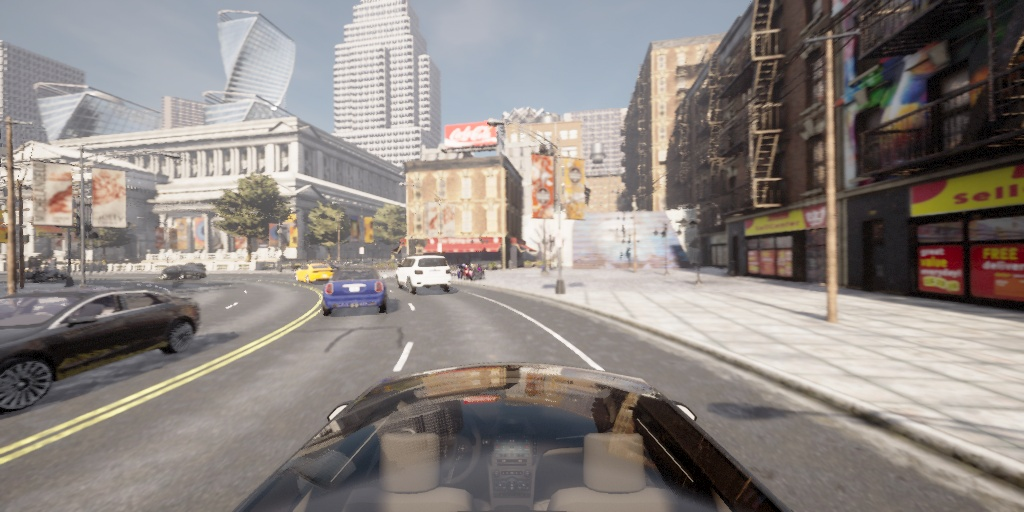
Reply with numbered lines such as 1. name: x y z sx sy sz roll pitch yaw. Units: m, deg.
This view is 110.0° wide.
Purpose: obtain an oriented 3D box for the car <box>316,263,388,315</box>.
1. car: -6.092 1.165 14.293 2.097 1.767 4.553 -1 0 -19

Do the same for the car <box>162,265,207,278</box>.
1. car: -32.898 1.634 35.983 4.892 1.490 1.837 -1 0 22

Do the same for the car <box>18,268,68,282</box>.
1. car: -47.669 1.880 36.564 4.181 1.385 1.994 -1 0 11

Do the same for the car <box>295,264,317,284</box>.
1. car: -16.067 1.400 29.214 1.882 1.535 5.008 -1 0 -45

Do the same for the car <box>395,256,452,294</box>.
1. car: -5.303 1.017 21.039 2.150 2.045 5.566 -1 0 -29

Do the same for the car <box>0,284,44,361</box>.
1. car: -11.033 1.390 5.515 1.837 1.490 4.892 0 0 -10

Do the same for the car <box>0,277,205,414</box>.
1. car: -7.676 1.334 6.101 2.128 1.511 4.902 -1 0 -10
